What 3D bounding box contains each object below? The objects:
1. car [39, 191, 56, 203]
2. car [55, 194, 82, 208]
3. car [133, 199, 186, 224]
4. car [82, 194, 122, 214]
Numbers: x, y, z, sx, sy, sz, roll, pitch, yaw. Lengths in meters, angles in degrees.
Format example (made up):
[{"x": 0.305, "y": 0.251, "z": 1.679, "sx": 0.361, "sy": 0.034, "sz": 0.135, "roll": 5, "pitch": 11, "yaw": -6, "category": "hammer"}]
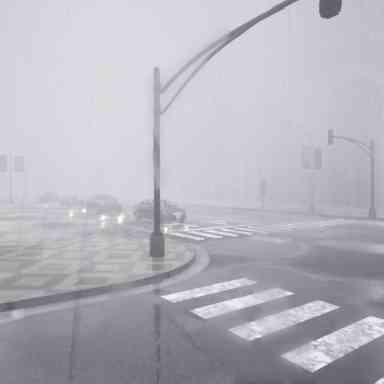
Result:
[{"x": -20.419, "y": 0.655, "z": 47.649, "sx": 2.097, "sy": 1.767, "sz": 4.553, "roll": 0, "pitch": 1, "yaw": -35, "category": "car"}, {"x": -13.939, "y": 1.067, "z": 38.568, "sx": 1.895, "sy": 1.301, "sz": 4.718, "roll": 0, "pitch": 1, "yaw": -36, "category": "car"}, {"x": -2.272, "y": 1.243, "z": 22.351, "sx": 2.128, "sy": 1.511, "sz": 4.902, "roll": 0, "pitch": 1, "yaw": -36, "category": "car"}, {"x": -8.093, "y": 0.963, "z": 30.437, "sx": 2.097, "sy": 1.767, "sz": 4.553, "roll": 0, "pitch": 1, "yaw": -36, "category": "car"}]
